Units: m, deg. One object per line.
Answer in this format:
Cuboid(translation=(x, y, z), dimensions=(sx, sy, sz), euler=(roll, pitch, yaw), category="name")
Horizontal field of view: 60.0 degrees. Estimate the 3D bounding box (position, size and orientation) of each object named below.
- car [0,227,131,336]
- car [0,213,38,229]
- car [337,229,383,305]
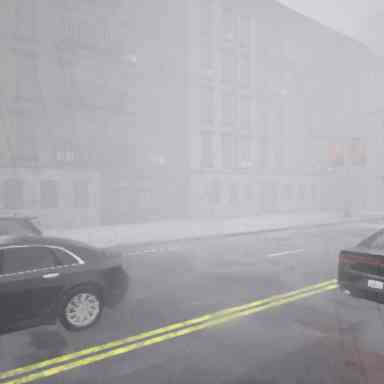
Cuboid(translation=(-3.403, 1.504, 5.250), dimensions=(4.892, 1.490, 1.837), euler=(0, 0, -36), category="car")
Cuboid(translation=(-5.601, 1.353, 7.674), dimensions=(4.553, 1.767, 2.097), euler=(0, 0, -36), category="car")
Cuboid(translation=(5.161, 1.427, 7.121), dimensions=(5.008, 1.535, 1.882), euler=(0, 0, -35), category="car")
